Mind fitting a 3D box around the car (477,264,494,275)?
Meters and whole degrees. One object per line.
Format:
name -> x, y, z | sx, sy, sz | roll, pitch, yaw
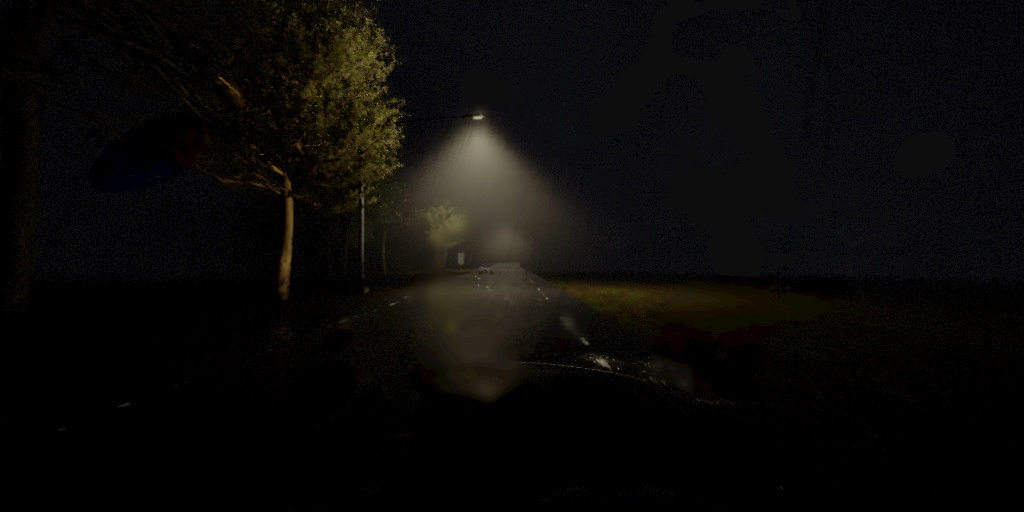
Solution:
car -> -3.568, 1.771, 48.975 | 1.812, 1.442, 4.674 | 0, -1, 0
